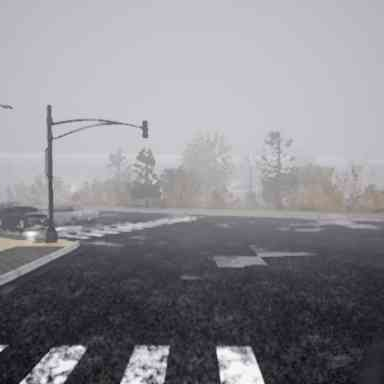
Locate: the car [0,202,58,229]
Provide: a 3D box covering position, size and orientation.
[{"bbox_3d":[-12.009,1.729,23.640,4.892,1.490,1.837,-1,2,34],"label":"car"}]

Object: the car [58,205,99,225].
[{"bbox_3d":[-9.308,1.707,25.696,4.718,1.301,1.895,0,2,36],"label":"car"}]

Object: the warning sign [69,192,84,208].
[{"bbox_3d":[-14.259,0.991,40.981,1.060,1.860,1.300,2,1,36],"label":"warning sign"}]
